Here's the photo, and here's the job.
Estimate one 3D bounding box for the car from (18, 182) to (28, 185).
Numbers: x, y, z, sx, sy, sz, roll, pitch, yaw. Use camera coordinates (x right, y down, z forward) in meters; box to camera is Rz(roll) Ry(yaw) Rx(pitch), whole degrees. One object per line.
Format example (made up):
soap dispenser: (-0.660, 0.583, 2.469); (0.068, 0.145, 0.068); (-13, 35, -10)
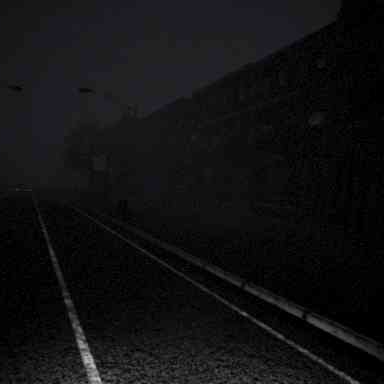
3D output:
car: (-29.183, -1.357, 57.282); (1.994, 1.385, 4.181); (4, 1, -26)
